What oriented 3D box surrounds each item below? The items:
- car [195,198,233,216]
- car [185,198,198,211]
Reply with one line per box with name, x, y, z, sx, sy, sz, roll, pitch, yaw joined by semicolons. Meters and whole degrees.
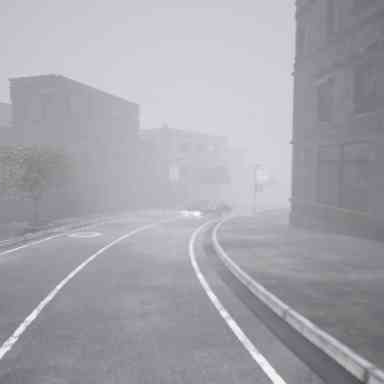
car;2.570;1.546;33.590;2.033;1.411;5.357;2;1;24
car;0.830;1.428;38.011;1.994;1.385;4.181;2;1;26
